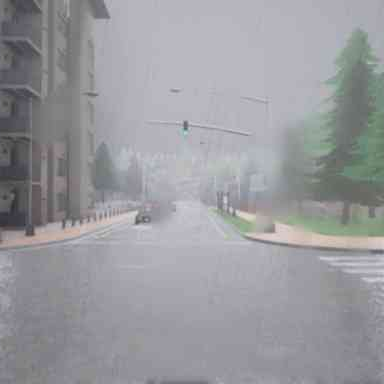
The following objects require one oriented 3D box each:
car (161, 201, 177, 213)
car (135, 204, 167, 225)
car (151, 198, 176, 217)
[{"bbox_3d":[-3.343,2.159,48.619,1.882,1.535,5.008,0,-1,1],"label":"car"},{"bbox_3d":[-3.471,1.952,27.481,1.994,1.385,4.181,0,-1,0],"label":"car"},{"bbox_3d":[-3.425,1.757,38.137,2.150,2.045,5.566,0,-1,0],"label":"car"}]
